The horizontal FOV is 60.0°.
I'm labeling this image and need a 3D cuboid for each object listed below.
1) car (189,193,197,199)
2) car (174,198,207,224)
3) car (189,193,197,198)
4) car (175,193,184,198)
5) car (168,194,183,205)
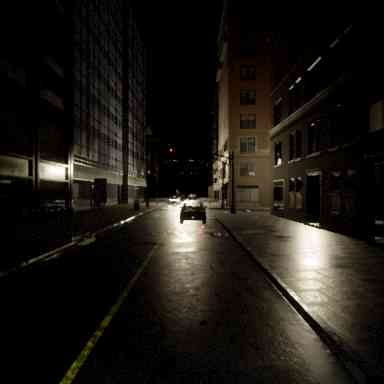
[{"bbox_3d":[0.178,1.112,91.448,2.097,1.767,4.553,0,0,0],"label":"car"},{"bbox_3d":[0.094,1.486,24.562,2.128,1.511,4.902,0,0,1],"label":"car"},{"bbox_3d":[0.158,1.452,81.059,2.128,1.511,4.902,0,0,0],"label":"car"},{"bbox_3d":[-2.858,1.170,72.453,2.150,2.045,5.566,0,0,0],"label":"car"},{"bbox_3d":[-2.973,1.487,57.002,1.812,1.442,4.674,0,0,0],"label":"car"}]
